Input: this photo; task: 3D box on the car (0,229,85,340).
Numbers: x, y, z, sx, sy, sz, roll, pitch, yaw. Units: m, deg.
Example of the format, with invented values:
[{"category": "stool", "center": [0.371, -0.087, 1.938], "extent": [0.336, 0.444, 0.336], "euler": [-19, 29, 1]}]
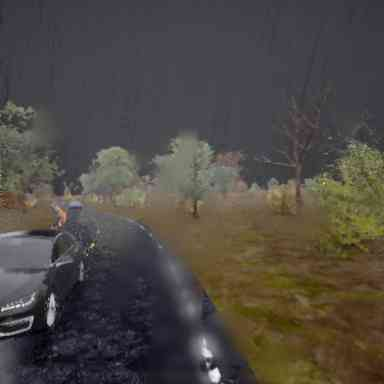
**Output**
[{"category": "car", "center": [-3.488, 1.606, 6.956], "extent": [1.837, 1.490, 4.892], "euler": [0, -1, -8]}]

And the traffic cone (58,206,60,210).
[{"category": "traffic cone", "center": [-18.734, 2.624, 47.517], "extent": [0.340, 0.580, 0.340], "euler": [0, -1, -24]}]

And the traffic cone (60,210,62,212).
[{"category": "traffic cone", "center": [-14.738, 2.487, 38.360], "extent": [0.340, 0.580, 0.340], "euler": [0, -1, -23]}]

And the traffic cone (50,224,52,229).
[{"category": "traffic cone", "center": [-8.410, 2.233, 19.860], "extent": [0.340, 0.580, 0.340], "euler": [0, -1, -14]}]

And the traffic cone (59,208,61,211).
[{"category": "traffic cone", "center": [-16.734, 2.555, 42.935], "extent": [0.340, 0.580, 0.340], "euler": [0, -1, -24]}]

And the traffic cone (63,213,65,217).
[{"category": "traffic cone", "center": [-11.209, 2.357, 29.235], "extent": [0.340, 0.580, 0.340], "euler": [0, -1, -19]}]

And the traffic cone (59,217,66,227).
[{"category": "traffic cone", "center": [-9.717, 2.294, 24.575], "extent": [0.340, 0.580, 0.340], "euler": [0, -1, -17]}]

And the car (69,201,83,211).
[{"category": "car", "center": [-18.818, 2.212, 53.699], "extent": [1.882, 1.535, 5.008], "euler": [0, -1, -24]}]
